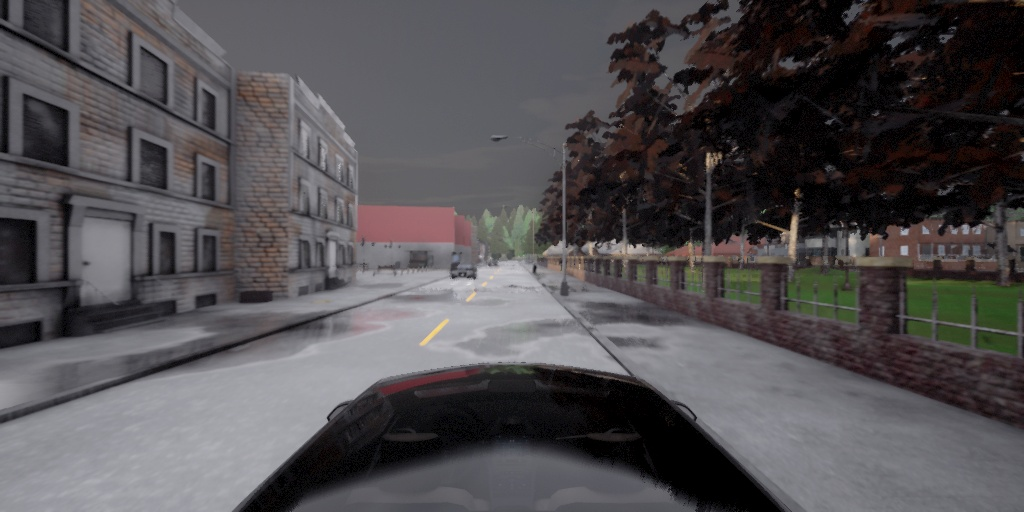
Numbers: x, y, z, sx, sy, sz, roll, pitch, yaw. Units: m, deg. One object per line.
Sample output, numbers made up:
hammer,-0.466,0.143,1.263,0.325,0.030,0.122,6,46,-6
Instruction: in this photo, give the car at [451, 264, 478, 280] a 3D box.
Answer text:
car,-4.056,1.353,31.327,1.994,1.385,4.181,0,0,0
